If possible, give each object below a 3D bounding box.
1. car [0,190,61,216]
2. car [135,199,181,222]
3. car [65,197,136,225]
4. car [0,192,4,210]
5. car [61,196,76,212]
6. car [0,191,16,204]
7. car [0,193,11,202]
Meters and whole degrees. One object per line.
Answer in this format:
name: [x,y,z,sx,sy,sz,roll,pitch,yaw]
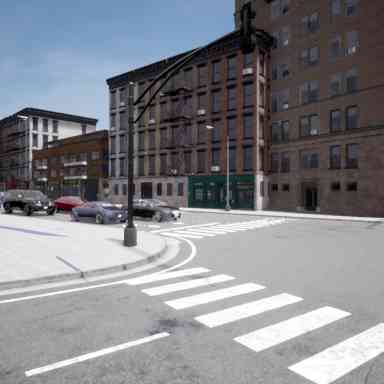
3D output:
car: [-13.540,0.839,27.610,5.566,2.045,2.150,1,0,39]
car: [-2.948,1.239,23.445,4.902,1.511,2.128,1,0,38]
car: [-6.030,1.281,21.719,4.181,1.385,1.994,1,0,37]
car: [-21.149,0.876,33.850,4.553,1.767,2.097,1,0,40]
car: [-10.399,1.125,29.266,5.008,1.535,1.882,1,0,39]
car: [-27.611,0.786,48.214,4.553,1.767,2.097,1,0,41]
car: [-33.169,0.897,57.589,4.674,1.442,1.812,1,0,43]
